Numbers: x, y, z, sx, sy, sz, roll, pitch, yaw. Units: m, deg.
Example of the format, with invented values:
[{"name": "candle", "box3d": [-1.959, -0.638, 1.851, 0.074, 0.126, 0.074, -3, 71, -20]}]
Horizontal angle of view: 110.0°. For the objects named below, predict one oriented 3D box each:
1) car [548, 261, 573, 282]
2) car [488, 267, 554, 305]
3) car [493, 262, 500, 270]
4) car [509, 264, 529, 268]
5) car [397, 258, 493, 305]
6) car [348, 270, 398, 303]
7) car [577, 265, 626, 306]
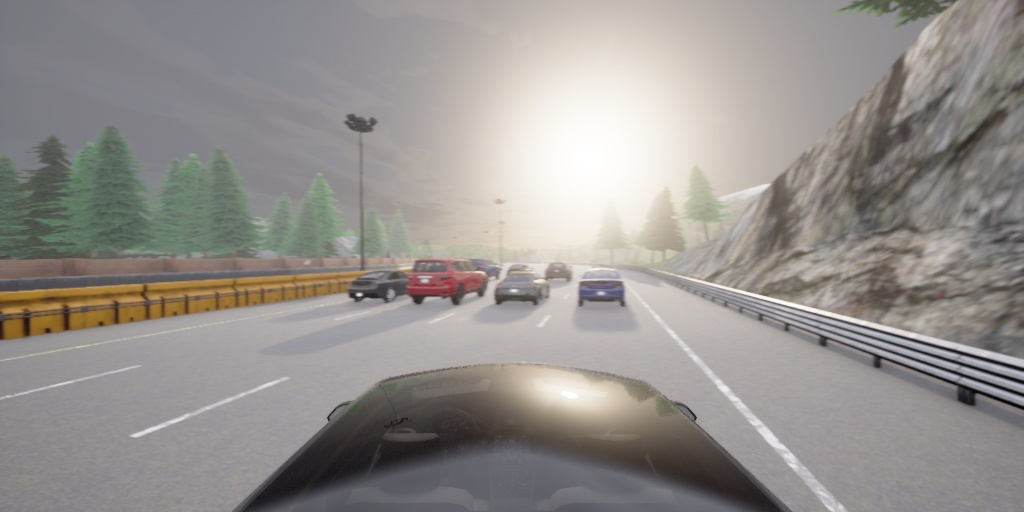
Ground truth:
[{"name": "car", "box3d": [4.110, 1.241, 31.068, 2.097, 1.767, 4.553, -1, -1, 14]}, {"name": "car", "box3d": [0.570, 1.409, 16.770, 1.994, 1.385, 4.181, -1, 0, 14]}, {"name": "car", "box3d": [-2.701, 1.218, 32.687, 2.150, 2.045, 5.566, -1, 0, 14]}, {"name": "car", "box3d": [0.772, 1.455, 32.141, 1.837, 1.490, 4.892, -1, 0, 14]}, {"name": "car", "box3d": [-2.914, 1.116, 17.293, 2.150, 2.045, 5.566, -1, 0, 14]}, {"name": "car", "box3d": [-6.239, 1.463, 18.397, 1.837, 1.490, 4.892, -1, 0, 14]}, {"name": "car", "box3d": [4.000, 1.267, 16.057, 1.882, 1.535, 5.008, -1, 0, 14]}]
